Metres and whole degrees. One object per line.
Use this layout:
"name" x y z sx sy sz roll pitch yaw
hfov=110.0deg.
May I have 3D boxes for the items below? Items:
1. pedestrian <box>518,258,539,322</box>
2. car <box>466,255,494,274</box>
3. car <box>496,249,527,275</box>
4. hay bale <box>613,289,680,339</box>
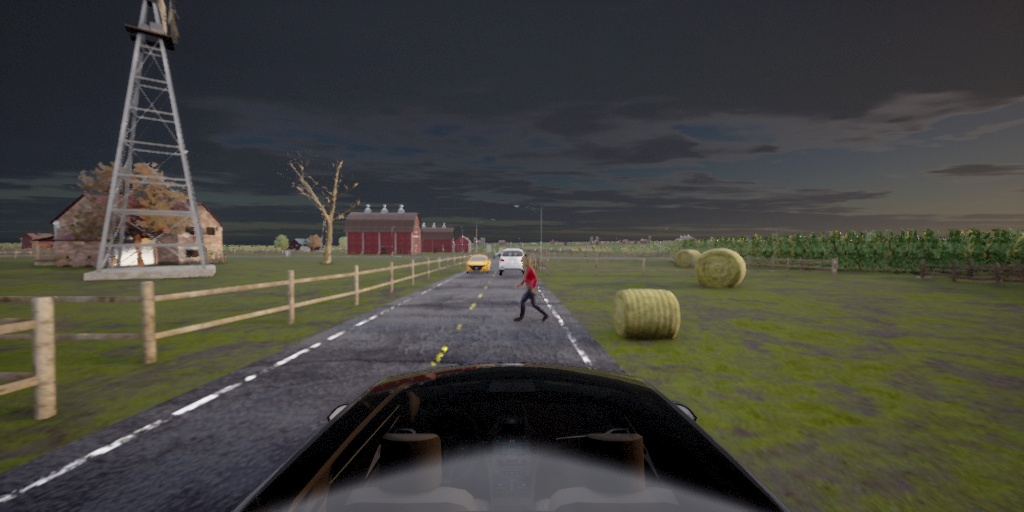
"pedestrian" 0.453 0.891 9.741 0.375 1.860 0.375 -1 2 4
"car" -2.868 0.668 31.469 1.882 1.535 5.008 0 1 0
"car" 0.063 0.438 30.119 2.150 2.045 5.566 0 1 0
"hay bale" 3.120 1.276 8.493 1.220 1.180 1.240 0 0 0
